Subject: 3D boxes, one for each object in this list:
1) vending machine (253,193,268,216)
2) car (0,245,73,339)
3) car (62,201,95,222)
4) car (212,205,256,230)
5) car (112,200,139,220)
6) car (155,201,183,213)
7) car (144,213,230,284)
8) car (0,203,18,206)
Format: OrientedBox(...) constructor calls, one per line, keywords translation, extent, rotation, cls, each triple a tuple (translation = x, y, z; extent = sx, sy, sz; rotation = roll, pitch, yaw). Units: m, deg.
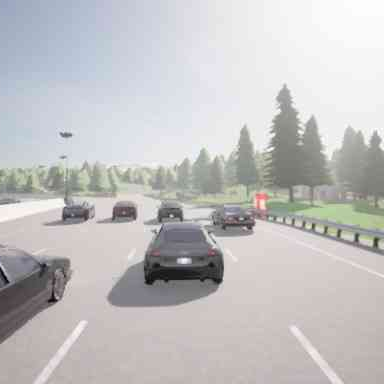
OrientedBox(translation=(6.235, 1.108, 30.310), extent=(1.100, 2.100, 0.880), rotation=(0, 0, -8), cls="vending machine")
OrientedBox(translation=(-3.541, 1.541, 5.091), extent=(2.033, 1.411, 5.357), rotation=(0, 0, -2), cls="car")
OrientedBox(translation=(-8.820, 1.442, 26.133), extent=(2.128, 1.511, 4.902), rotation=(0, 0, -8), cls="car")
OrientedBox(translation=(2.432, 1.492, 20.590), extent=(2.033, 1.411, 5.357), rotation=(0, 0, -6), cls="car")
OrientedBox(translation=(-5.505, 1.418, 27.670), extent=(1.882, 1.535, 5.008), rotation=(0, 0, -8), cls="car")
OrientedBox(translation=(-1.767, 1.443, 26.203), extent=(1.837, 1.490, 4.892), rotation=(0, 0, -7), cls="car")
OrientedBox(translation=(-0.264, 1.540, 9.607), extent=(1.994, 1.385, 4.181), rotation=(0, 0, -2), cls="car")
OrientedBox(translation=(-22.016, 1.418, 39.677), extent=(1.882, 1.535, 5.008), rotation=(0, 0, -12), cls="car")
